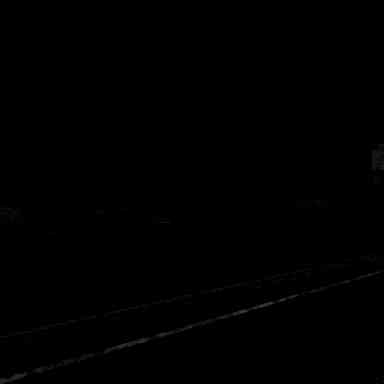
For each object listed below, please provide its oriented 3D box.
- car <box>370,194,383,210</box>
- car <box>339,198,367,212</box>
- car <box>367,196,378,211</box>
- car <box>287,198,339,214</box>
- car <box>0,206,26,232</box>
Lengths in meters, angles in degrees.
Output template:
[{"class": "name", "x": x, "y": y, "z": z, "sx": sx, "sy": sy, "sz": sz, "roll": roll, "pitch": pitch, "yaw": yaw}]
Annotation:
[{"class": "car", "x": 23.858, "y": 1.385, "z": 43.478, "sx": 2.185, "sy": 1.767, "sz": 4.553, "roll": 1, "pitch": 0, "yaw": -36}, {"class": "car", "x": 17.033, "y": 1.458, "z": 38.657, "sx": 2.097, "sy": 1.535, "sz": 5.008, "roll": 0, "pitch": 0, "yaw": -35}, {"class": "car", "x": 19.304, "y": 1.513, "z": 40.272, "sx": 2.002, "sy": 1.452, "sz": 4.674, "roll": 0, "pitch": 0, "yaw": -35}, {"class": "car", "x": 12.503, "y": 1.441, "z": 35.418, "sx": 2.097, "sy": 1.535, "sz": 5.008, "roll": 0, "pitch": 0, "yaw": -35}, {"class": "car", "x": -10.701, "y": 1.491, "z": 18.896, "sx": 2.002, "sy": 1.452, "sz": 4.674, "roll": 0, "pitch": 0, "yaw": -35}]
